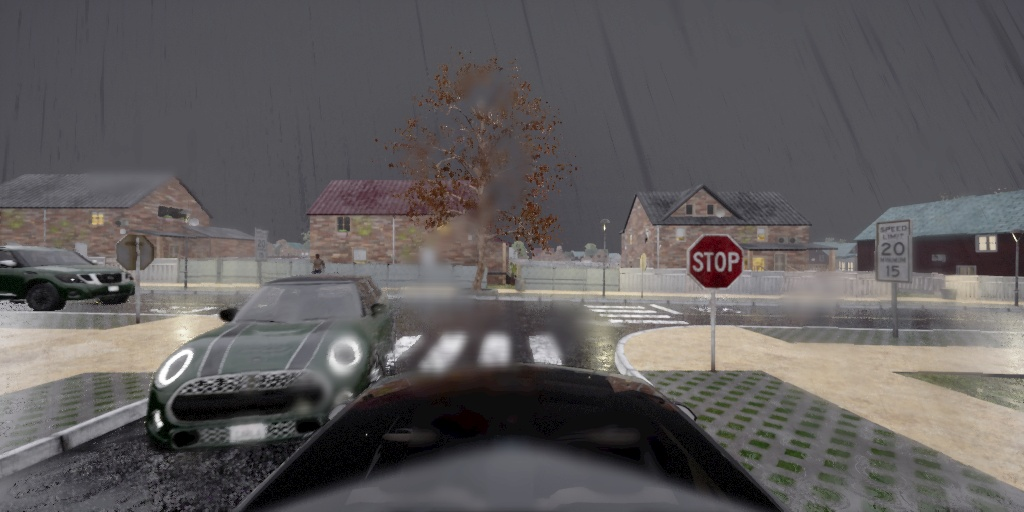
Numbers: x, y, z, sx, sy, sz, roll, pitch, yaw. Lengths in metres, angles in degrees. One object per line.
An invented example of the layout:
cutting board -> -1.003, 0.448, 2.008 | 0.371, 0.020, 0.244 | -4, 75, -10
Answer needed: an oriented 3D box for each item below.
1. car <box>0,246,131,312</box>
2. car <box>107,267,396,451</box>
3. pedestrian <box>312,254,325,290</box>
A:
car -> -16.029, 0.687, 11.930 | 5.566, 2.045, 2.150 | 1, 0, 0
car -> -3.059, 1.104, 5.613 | 2.097, 1.767, 4.553 | 0, 0, -14
pedestrian -> -9.690, 0.770, 17.831 | 0.375, 1.860, 0.375 | 0, -2, 0
